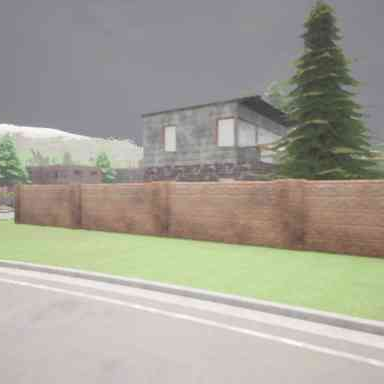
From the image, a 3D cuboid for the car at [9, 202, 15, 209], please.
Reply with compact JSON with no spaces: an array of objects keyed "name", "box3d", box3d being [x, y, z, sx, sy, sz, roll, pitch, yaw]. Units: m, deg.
[{"name":"car","box3d":[-19.725,1.414,40.107,1.994,1.385,4.181,0,0,33]}]
